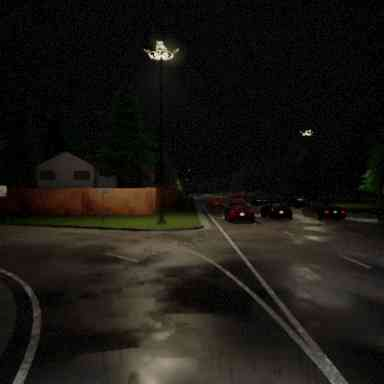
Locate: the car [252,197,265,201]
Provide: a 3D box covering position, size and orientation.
[{"bbox_3d":[10.564,1.489,52.351,2.128,1.511,4.902,0,0,0],"label":"car"}]

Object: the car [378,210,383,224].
[{"bbox_3d":[14.103,1.479,21.593,2.128,1.511,4.902,0,0,0],"label":"car"}]

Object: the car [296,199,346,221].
[{"bbox_3d":[10.596,1.540,27.145,2.033,1.411,5.357,0,0,0],"label":"car"}]

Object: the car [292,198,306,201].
[{"bbox_3d":[14.075,1.483,43.792,2.128,1.511,4.902,0,0,0],"label":"car"}]

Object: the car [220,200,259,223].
[{"bbox_3d":[3.596,1.565,25.855,1.994,1.385,4.181,0,0,0],"label":"car"}]

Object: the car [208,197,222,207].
[{"bbox_3d":[3.565,1.483,50.451,1.882,1.535,5.008,0,0,0],"label":"car"}]

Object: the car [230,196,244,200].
[{"bbox_3d":[7.064,1.353,52.359,2.097,1.767,4.553,0,0,0],"label":"car"}]

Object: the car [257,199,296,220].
[{"bbox_3d":[7.094,1.561,28.366,1.994,1.385,4.181,0,0,0],"label":"car"}]
